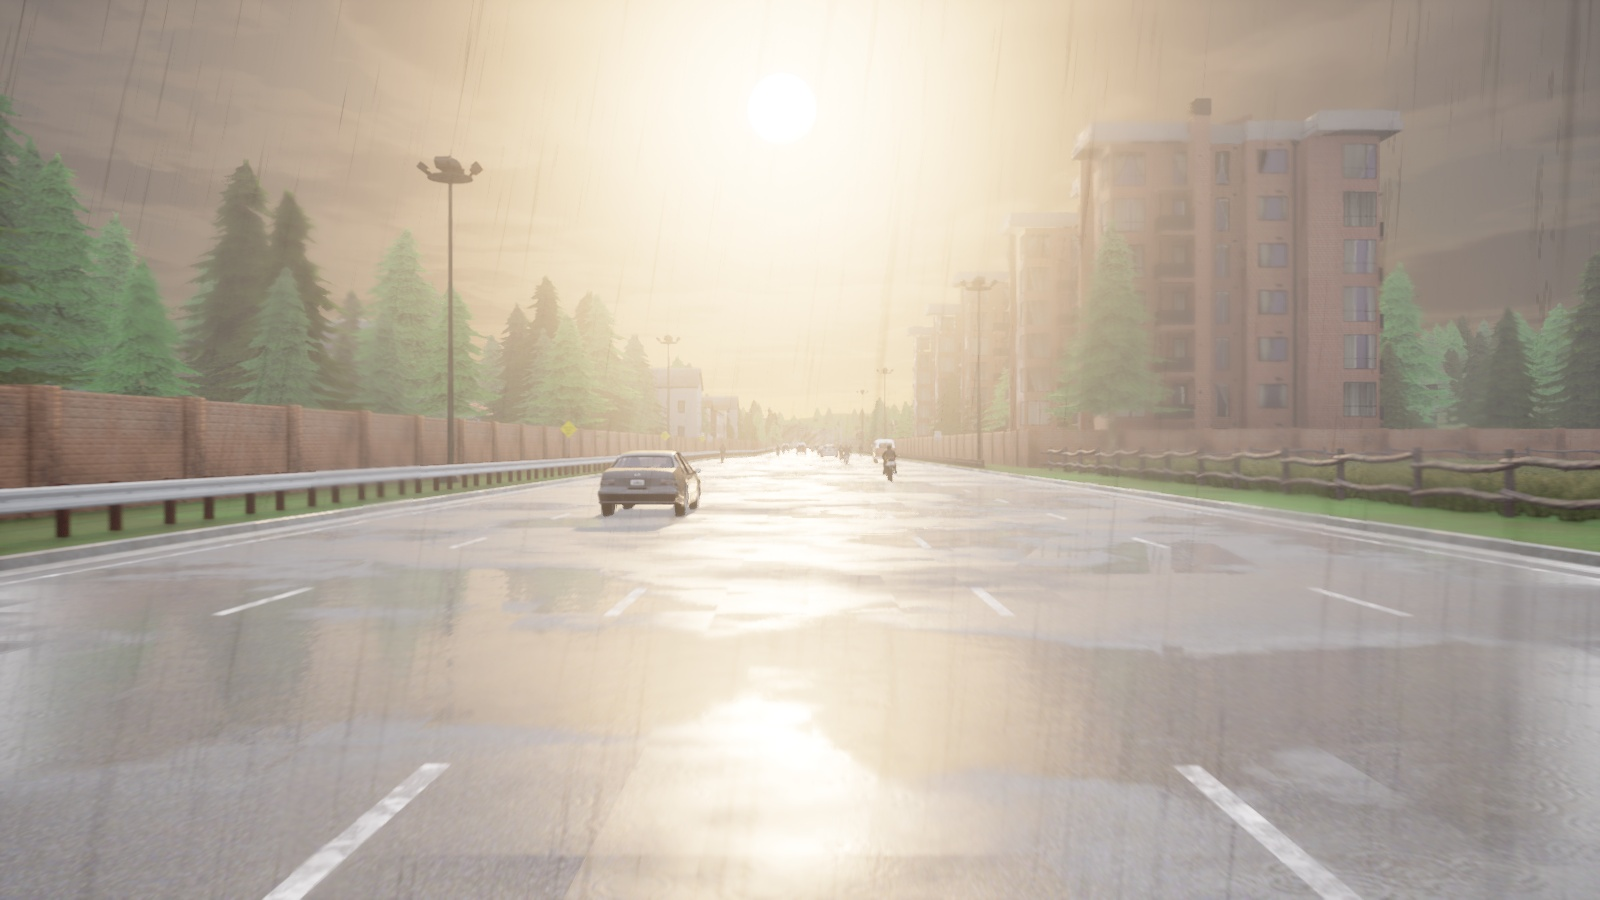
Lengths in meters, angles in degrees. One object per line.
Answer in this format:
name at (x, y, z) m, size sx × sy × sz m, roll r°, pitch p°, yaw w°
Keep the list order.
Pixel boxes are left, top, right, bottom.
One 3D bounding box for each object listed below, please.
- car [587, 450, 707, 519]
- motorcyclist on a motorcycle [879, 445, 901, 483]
car at (-3.322, 0.705, 28.344) m, size 2.033 × 1.411 × 5.357 m, roll 0°, pitch 0°, yaw 0°
motorcyclist on a motorcycle at (3.750, 0.572, 52.505) m, size 0.797 × 1.523 × 2.044 m, roll 0°, pitch 0°, yaw 0°
